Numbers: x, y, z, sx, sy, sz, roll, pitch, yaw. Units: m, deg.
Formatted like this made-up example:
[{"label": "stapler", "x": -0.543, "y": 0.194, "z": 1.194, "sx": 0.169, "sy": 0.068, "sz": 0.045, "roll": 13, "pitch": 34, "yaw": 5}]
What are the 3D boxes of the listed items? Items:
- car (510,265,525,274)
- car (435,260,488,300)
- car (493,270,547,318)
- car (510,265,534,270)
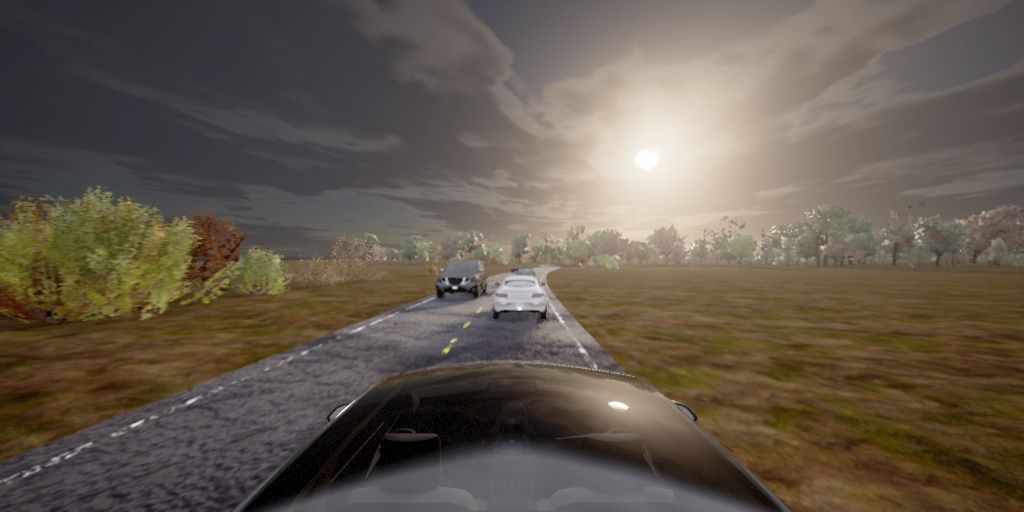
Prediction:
[{"label": "car", "x": 0.883, "y": 2.145, "z": 59.056, "sx": 1.895, "sy": 1.301, "sz": 4.718, "roll": 0, "pitch": -1, "yaw": 8}, {"label": "car", "x": -2.654, "y": 1.224, "z": 20.147, "sx": 2.150, "sy": 2.045, "sz": 5.566, "roll": 0, "pitch": -1, "yaw": 3}, {"label": "car", "x": 0.313, "y": 1.442, "z": 13.666, "sx": 1.812, "sy": 1.442, "sz": 4.674, "roll": 0, "pitch": -1, "yaw": 2}, {"label": "car", "x": 1.269, "y": 1.725, "z": 32.422, "sx": 2.033, "sy": 1.411, "sz": 5.357, "roll": 0, "pitch": -1, "yaw": 4}]
